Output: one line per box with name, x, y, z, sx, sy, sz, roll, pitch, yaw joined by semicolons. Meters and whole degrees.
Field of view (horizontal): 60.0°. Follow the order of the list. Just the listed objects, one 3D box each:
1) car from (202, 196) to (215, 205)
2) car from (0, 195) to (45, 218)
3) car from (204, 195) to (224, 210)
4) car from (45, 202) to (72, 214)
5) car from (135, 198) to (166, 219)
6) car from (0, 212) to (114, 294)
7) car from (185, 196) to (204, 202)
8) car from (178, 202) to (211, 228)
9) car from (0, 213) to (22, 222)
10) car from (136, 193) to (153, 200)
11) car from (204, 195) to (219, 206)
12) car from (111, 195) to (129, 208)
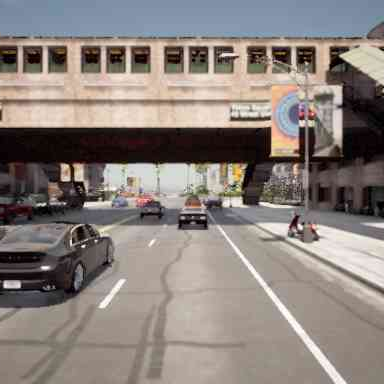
car;2.949;1.463;60.588;2.097;1.535;5.008;0;0;0
car;-13.589;1.234;24.743;2.435;2.045;5.566;0;0;0
car;3.074;1.468;43.388;2.231;1.521;4.892;0;0;10
car;-13.643;1.598;32.139;1.895;1.301;4.718;0;0;0
car;-3.412;1.543;29.486;2.033;1.411;5.357;0;0;0
car;-3.413;1.505;8.745;1.837;1.490;4.892;0;0;0
car;0.157;1.342;42.482;2.097;1.767;4.553;0;0;0
car;0.062;1.595;22.302;1.895;1.301;4.718;0;0;0
car;-7.114;1.551;9.054;2.033;1.411;5.357;0;0;0
car;-7.013;1.215;49.818;2.150;2.045;5.566;0;0;0
car;3.096;1.339;54.163;2.185;1.767;4.553;0;0;0
car;-10.512;1.523;48.757;1.812;1.442;4.674;0;0;0
